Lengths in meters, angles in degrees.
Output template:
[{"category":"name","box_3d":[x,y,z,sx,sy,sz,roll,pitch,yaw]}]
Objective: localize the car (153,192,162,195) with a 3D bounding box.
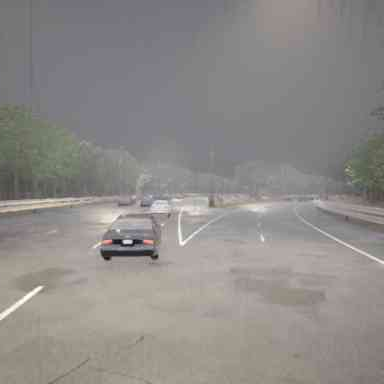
[{"category":"car","box_3d":[-8.097,1.121,81.181,2.150,2.045,5.566,0,0,5]}]

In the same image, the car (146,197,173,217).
[{"category":"car","box_3d":[-2.841,1.496,30.895,1.812,1.442,4.674,0,0,-1]}]

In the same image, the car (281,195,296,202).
[{"category":"car","box_3d":[22.503,1.578,78.756,1.882,1.535,5.008,0,0,27]}]

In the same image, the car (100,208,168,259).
[{"category":"car","box_3d":[-2.075,1.531,12.414,2.033,1.411,5.357,0,0,-4]}]

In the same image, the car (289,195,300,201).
[{"category":"car","box_3d":[27.204,1.508,88.043,2.128,1.511,4.902,0,0,27]}]

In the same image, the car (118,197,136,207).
[{"category":"car","box_3d":[-9.774,1.477,50.342,1.994,1.385,4.181,0,0,1]}]

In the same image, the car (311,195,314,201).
[{"category":"car","box_3d":[30.686,1.511,87.173,1.882,1.535,5.008,0,0,27]}]

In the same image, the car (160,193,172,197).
[{"category":"car","box_3d":[-5.258,1.423,73.079,1.837,1.490,4.892,0,0,4]}]

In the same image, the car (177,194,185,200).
[{"category":"car","box_3d":[-3.096,1.445,94.995,2.128,1.511,4.902,0,0,7]}]

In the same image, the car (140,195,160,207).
[{"category":"car","box_3d":[-6.306,1.504,48.654,1.994,1.385,4.181,0,0,1]}]

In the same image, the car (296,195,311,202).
[{"category":"car","box_3d":[25.995,1.617,77.906,1.837,1.490,4.892,0,0,27]}]
